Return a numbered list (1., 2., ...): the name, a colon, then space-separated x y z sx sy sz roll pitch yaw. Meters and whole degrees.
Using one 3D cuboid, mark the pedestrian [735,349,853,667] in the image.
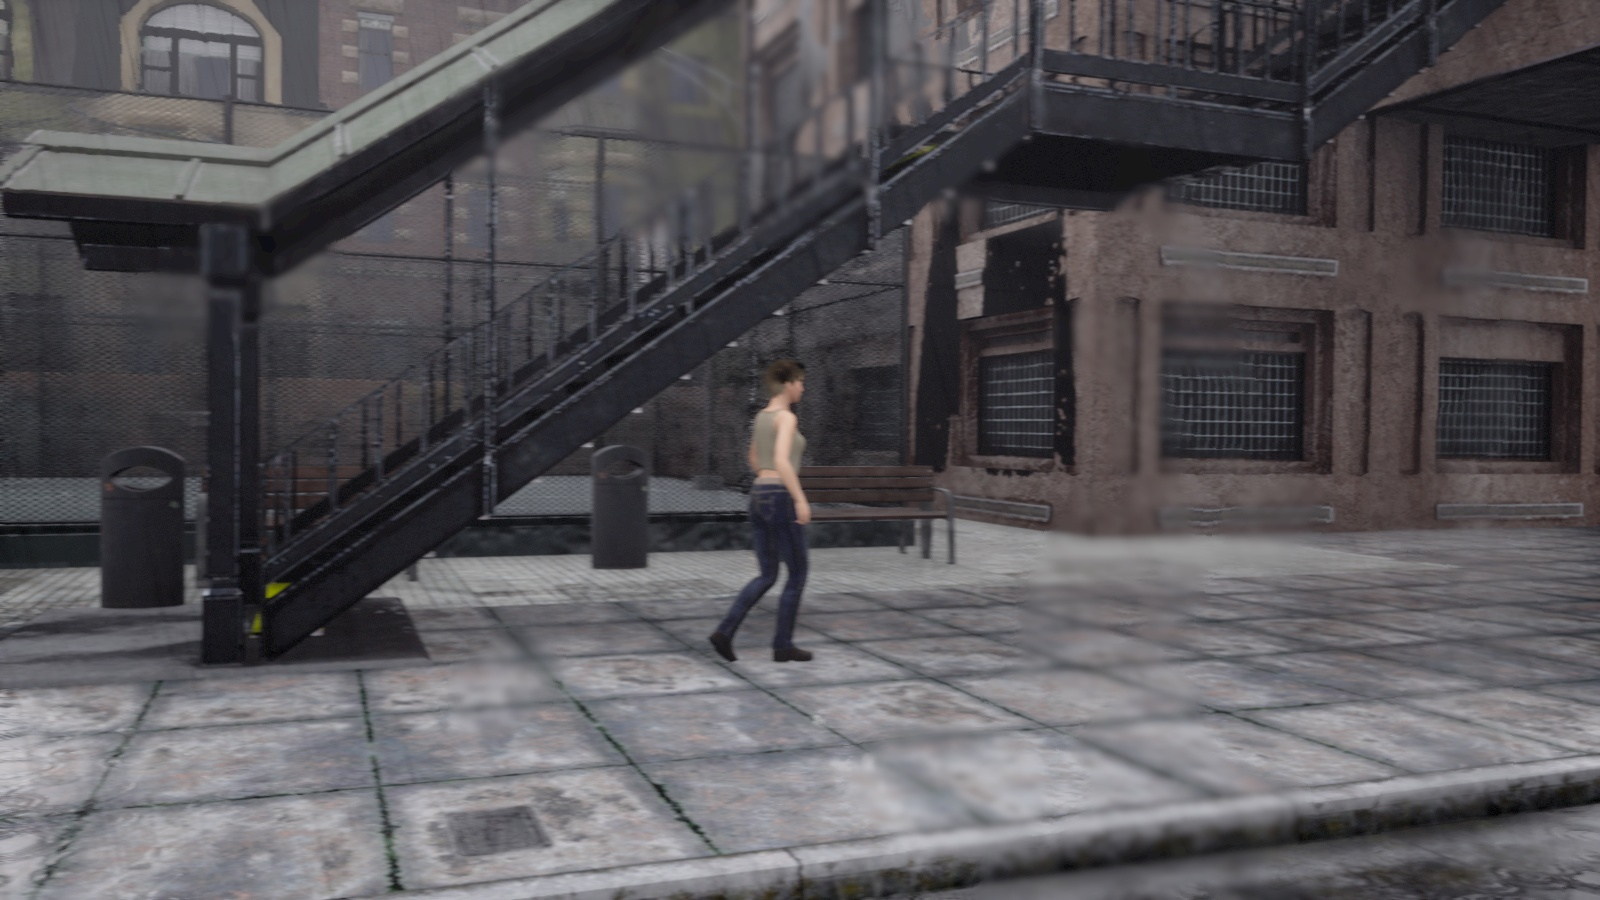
1. pedestrian: -0.037 0.332 7.540 0.594 1.836 0.345 -1 1 -30
